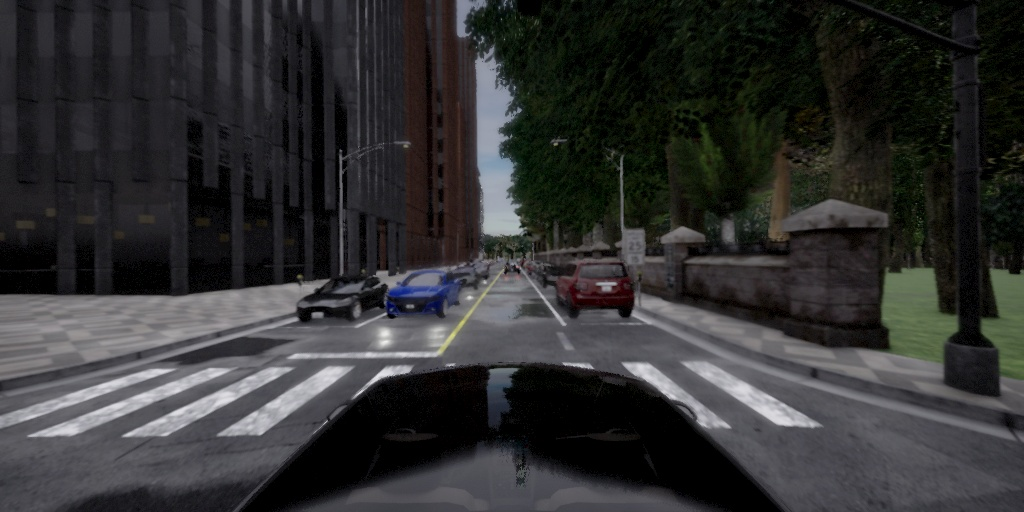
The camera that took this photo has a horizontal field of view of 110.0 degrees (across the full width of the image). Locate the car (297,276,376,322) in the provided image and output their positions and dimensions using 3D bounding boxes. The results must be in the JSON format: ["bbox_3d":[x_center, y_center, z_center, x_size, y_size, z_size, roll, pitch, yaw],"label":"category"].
[{"bbox_3d":[-5.756,1.396,12.818,1.948,1.339,4.313,0,0,0],"label":"car"}]

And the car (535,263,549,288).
[{"bbox_3d":[2.782,1.342,23.730,1.948,1.339,4.313,0,0,0],"label":"car"}]

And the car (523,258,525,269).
[{"bbox_3d":[2.807,1.312,45.556,1.967,1.591,4.097,0,0,0],"label":"car"}]

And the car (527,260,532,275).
[{"bbox_3d":[2.794,1.375,34.643,2.007,1.370,4.403,0,0,0],"label":"car"}]

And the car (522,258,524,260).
[{"bbox_3d":[2.827,1.471,62.095,1.751,1.417,4.829,0,0,0],"label":"car"}]

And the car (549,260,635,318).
[{"bbox_3d":[2.769,1.044,12.818,2.192,1.841,5.009,0,0,0],"label":"car"}]

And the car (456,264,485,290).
[{"bbox_3d":[-3.080,1.408,23.397,1.994,1.385,4.181,-1,0,0],"label":"car"}]

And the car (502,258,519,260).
[{"bbox_3d":[0.048,1.290,53.285,2.097,1.767,4.553,-1,0,0],"label":"car"}]

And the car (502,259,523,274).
[{"bbox_3d":[0.033,1.419,42.939,1.812,1.442,4.674,-1,0,0],"label":"car"}]

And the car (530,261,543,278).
[{"bbox_3d":[2.788,1.351,29.187,2.007,1.370,4.403,0,0,0],"label":"car"}]

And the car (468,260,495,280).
[{"bbox_3d":[-3.062,1.380,33.443,2.128,1.511,4.902,-1,0,0],"label":"car"}]

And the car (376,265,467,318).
[{"bbox_3d":[-3.093,1.279,13.433,1.882,1.535,5.008,-1,0,0],"label":"car"}]

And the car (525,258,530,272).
[{"bbox_3d":[2.801,1.288,40.100,1.967,1.591,4.097,0,0,0],"label":"car"}]
